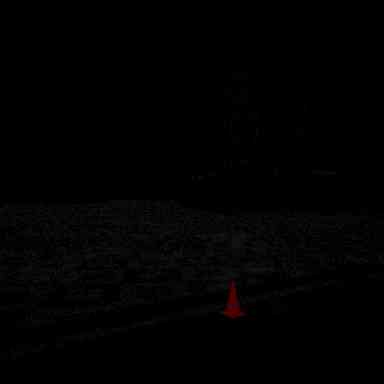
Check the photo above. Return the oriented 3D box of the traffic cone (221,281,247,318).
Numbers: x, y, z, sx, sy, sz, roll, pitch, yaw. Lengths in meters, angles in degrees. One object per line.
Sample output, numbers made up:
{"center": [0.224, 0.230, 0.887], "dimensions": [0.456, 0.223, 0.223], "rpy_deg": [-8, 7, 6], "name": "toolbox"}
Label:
{"center": [0.757, 1.924, 6.052], "dimensions": [0.340, 0.580, 0.340], "rpy_deg": [0, 0, -31], "name": "traffic cone"}
